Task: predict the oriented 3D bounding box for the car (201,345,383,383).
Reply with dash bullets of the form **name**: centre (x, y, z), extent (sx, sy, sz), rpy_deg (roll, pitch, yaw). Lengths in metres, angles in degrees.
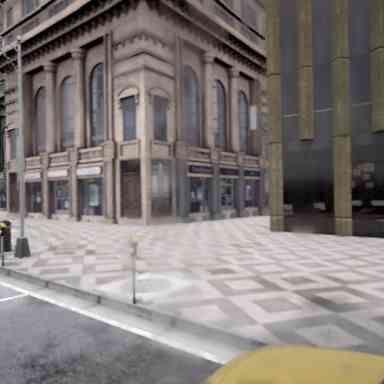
- **car**: centre (2.041, 1.491, 1.553), extent (4.829, 1.417, 1.752), rpy_deg (-1, 0, 38)
